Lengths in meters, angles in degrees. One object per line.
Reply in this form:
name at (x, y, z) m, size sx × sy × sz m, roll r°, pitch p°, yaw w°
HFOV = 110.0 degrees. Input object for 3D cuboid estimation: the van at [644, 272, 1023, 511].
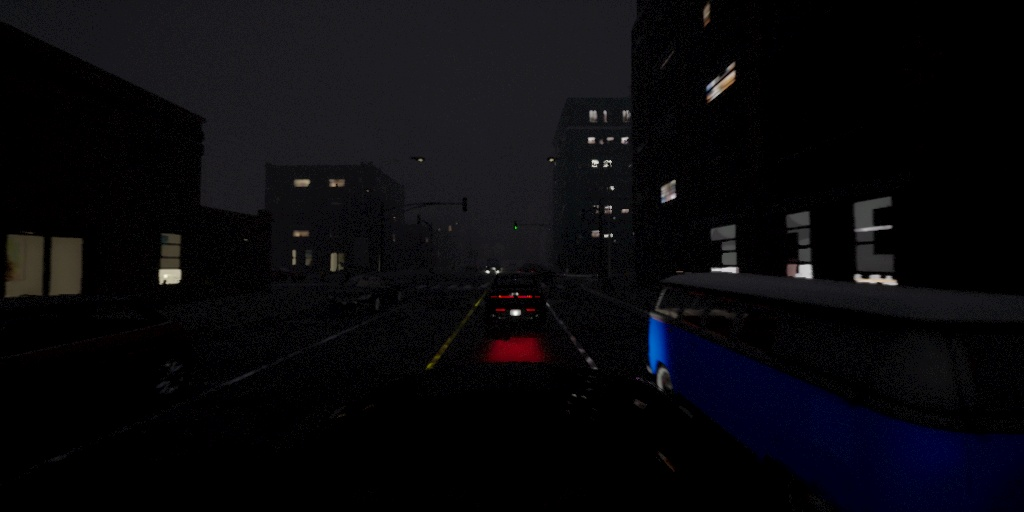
van at (2.692, 1.101, 3.525) m, size 1.690 × 1.789 × 3.998 m, roll 0°, pitch 0°, yaw 0°

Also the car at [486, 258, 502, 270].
car at (-3.071, 1.291, 58.863) m, size 2.150 × 2.045 × 5.566 m, roll 0°, pitch 0°, yaw 1°

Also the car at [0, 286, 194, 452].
car at (-5.689, 1.200, 3.531) m, size 1.967 × 1.591 × 4.097 m, roll 0°, pitch 0°, yaw 0°

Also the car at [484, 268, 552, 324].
car at (0.098, 1.314, 12.231) m, size 1.837 × 1.490 × 4.892 m, roll 0°, pitch 0°, yaw 0°

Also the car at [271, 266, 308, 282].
car at (-19.300, 1.520, 29.588) m, size 4.507 × 1.381 × 1.888 m, roll 0°, pitch 0°, yaw 1°

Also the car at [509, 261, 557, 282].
car at (2.048, 1.392, 28.220) m, size 2.128 × 1.511 × 4.902 m, roll -1°, pitch 0°, yaw 27°

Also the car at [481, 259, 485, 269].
car at (-5.702, 1.610, 57.982) m, size 1.888 × 1.381 × 4.507 m, roll 0°, pitch 0°, yaw 0°

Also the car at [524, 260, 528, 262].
car at (2.677, 1.536, 63.732) m, size 1.967 × 1.591 × 4.097 m, roll 0°, pitch 0°, yaw 0°

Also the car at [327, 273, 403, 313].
car at (-5.693, 1.372, 14.345) m, size 2.007 × 1.370 × 4.403 m, roll 0°, pitch 0°, yaw 0°

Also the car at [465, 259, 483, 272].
car at (-5.777, 1.578, 52.300) m, size 1.888 × 1.381 × 4.507 m, roll 0°, pitch 0°, yaw 0°
